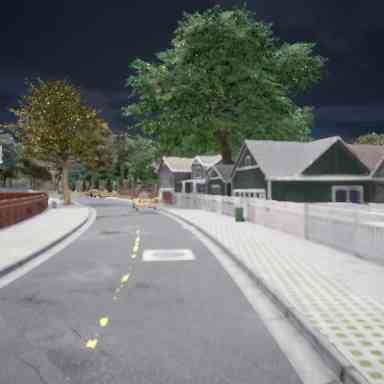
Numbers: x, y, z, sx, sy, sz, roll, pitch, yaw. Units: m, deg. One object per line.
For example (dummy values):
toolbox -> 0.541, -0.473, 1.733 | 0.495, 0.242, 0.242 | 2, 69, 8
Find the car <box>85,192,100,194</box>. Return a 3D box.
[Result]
car -> -17.585, 0.267, 59.009 | 2.163, 1.488, 4.792 | 0, 1, -32

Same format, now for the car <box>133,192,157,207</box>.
car -> -4.414, 0.787, 30.502 | 1.801, 1.575, 5.366 | 0, 1, -16
